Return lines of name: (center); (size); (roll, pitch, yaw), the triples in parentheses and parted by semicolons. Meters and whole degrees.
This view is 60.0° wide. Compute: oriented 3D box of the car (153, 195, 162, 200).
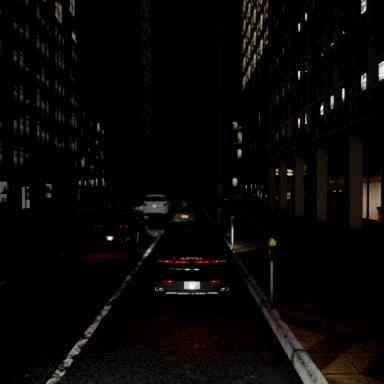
car: (-8.836, 1.438, 85.694); (2.008, 1.369, 4.403); (0, 0, 0)

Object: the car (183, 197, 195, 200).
car: (-0.457, 1.533, 34.409); (2.008, 1.369, 4.403); (0, 0, 0)

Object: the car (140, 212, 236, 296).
car: (0.000, 1.502, 8.650); (1.837, 1.490, 4.892); (0, 0, 0)

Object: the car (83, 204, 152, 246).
car: (-3.145, 1.501, 15.166); (1.837, 1.490, 4.892); (0, 0, 0)

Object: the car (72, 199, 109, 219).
car: (-8.838, 1.513, 28.540); (1.752, 1.417, 4.829); (0, 0, 0)

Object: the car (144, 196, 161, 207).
car: (-6.237, 1.447, 52.742); (2.128, 1.511, 4.902); (0, 0, 0)

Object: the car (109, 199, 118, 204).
car: (-8.838, 1.422, 34.411); (1.967, 1.590, 4.097); (0, 0, 0)

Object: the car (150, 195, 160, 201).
car: (-8.836, 1.483, 79.997); (1.802, 1.307, 4.206); (0, 0, 0)

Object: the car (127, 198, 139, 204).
car: (-8.837, 1.523, 51.504); (1.947, 1.339, 4.313); (0, 0, 0)

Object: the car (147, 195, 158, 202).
car: (-8.837, 1.458, 74.298); (1.887, 1.381, 4.507); (0, 0, 0)

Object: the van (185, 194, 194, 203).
van: (-0.456, 1.266, 68.597); (1.690, 1.788, 3.998); (0, 0, 0)

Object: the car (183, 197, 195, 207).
car: (-0.456, 1.501, 51.503); (1.887, 1.381, 4.507); (0, 0, 0)

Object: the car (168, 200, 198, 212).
car: (-0.457, 1.518, 23.180); (1.752, 1.417, 4.829); (0, 0, 0)

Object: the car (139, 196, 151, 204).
car: (-8.837, 1.517, 62.901); (1.802, 1.307, 4.206); (0, 0, 0)

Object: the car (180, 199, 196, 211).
car: (-0.456, 1.557, 40.107); (1.802, 1.307, 4.206); (0, 0, 0)

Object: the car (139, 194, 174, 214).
car: (-3.051, 1.208, 29.721); (2.150, 2.045, 5.566); (0, 0, 0)

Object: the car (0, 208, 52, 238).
car: (-8.838, 1.546, 17.314); (2.008, 1.369, 4.403); (0, 0, 0)

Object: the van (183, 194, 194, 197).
van: (-0.457, 1.307, 45.805); (1.690, 1.788, 3.998); (0, 0, 0)
